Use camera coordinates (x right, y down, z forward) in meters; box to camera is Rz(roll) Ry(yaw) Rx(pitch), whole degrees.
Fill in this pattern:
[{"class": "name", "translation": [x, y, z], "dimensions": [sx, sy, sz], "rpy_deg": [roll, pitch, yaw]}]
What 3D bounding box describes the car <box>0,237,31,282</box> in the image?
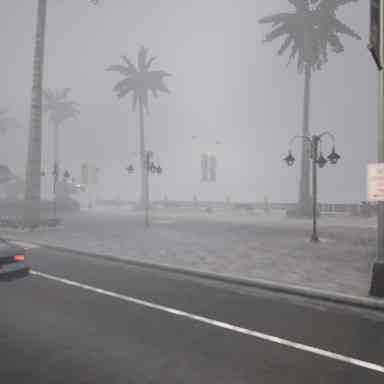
[{"class": "car", "translation": [-6.322, 1.571, 8.701], "dimensions": [5.357, 1.411, 2.033], "rpy_deg": [0, 0, 37]}]
